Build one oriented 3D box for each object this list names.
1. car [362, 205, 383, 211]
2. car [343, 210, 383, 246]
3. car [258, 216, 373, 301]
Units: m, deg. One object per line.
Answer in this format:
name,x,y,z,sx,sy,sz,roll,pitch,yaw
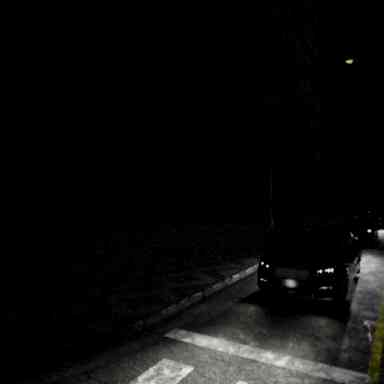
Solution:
car,13.116,1.849,24.366,1.994,1.385,4.181,-1,-1,33
car,8.265,1.808,16.694,1.895,1.301,4.718,-1,-1,32
car,3.317,1.619,8.859,2.128,1.511,4.902,-1,-1,32
